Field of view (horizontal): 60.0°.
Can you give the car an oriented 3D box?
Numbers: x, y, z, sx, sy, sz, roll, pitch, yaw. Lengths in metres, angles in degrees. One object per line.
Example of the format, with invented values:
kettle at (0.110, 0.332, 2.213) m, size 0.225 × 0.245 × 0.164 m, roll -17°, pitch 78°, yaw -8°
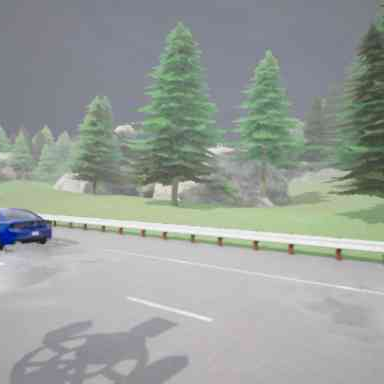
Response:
car at (-7.883, 1.395, 13.902) m, size 5.008 × 1.535 × 1.882 m, roll 0°, pitch 0°, yaw 35°
